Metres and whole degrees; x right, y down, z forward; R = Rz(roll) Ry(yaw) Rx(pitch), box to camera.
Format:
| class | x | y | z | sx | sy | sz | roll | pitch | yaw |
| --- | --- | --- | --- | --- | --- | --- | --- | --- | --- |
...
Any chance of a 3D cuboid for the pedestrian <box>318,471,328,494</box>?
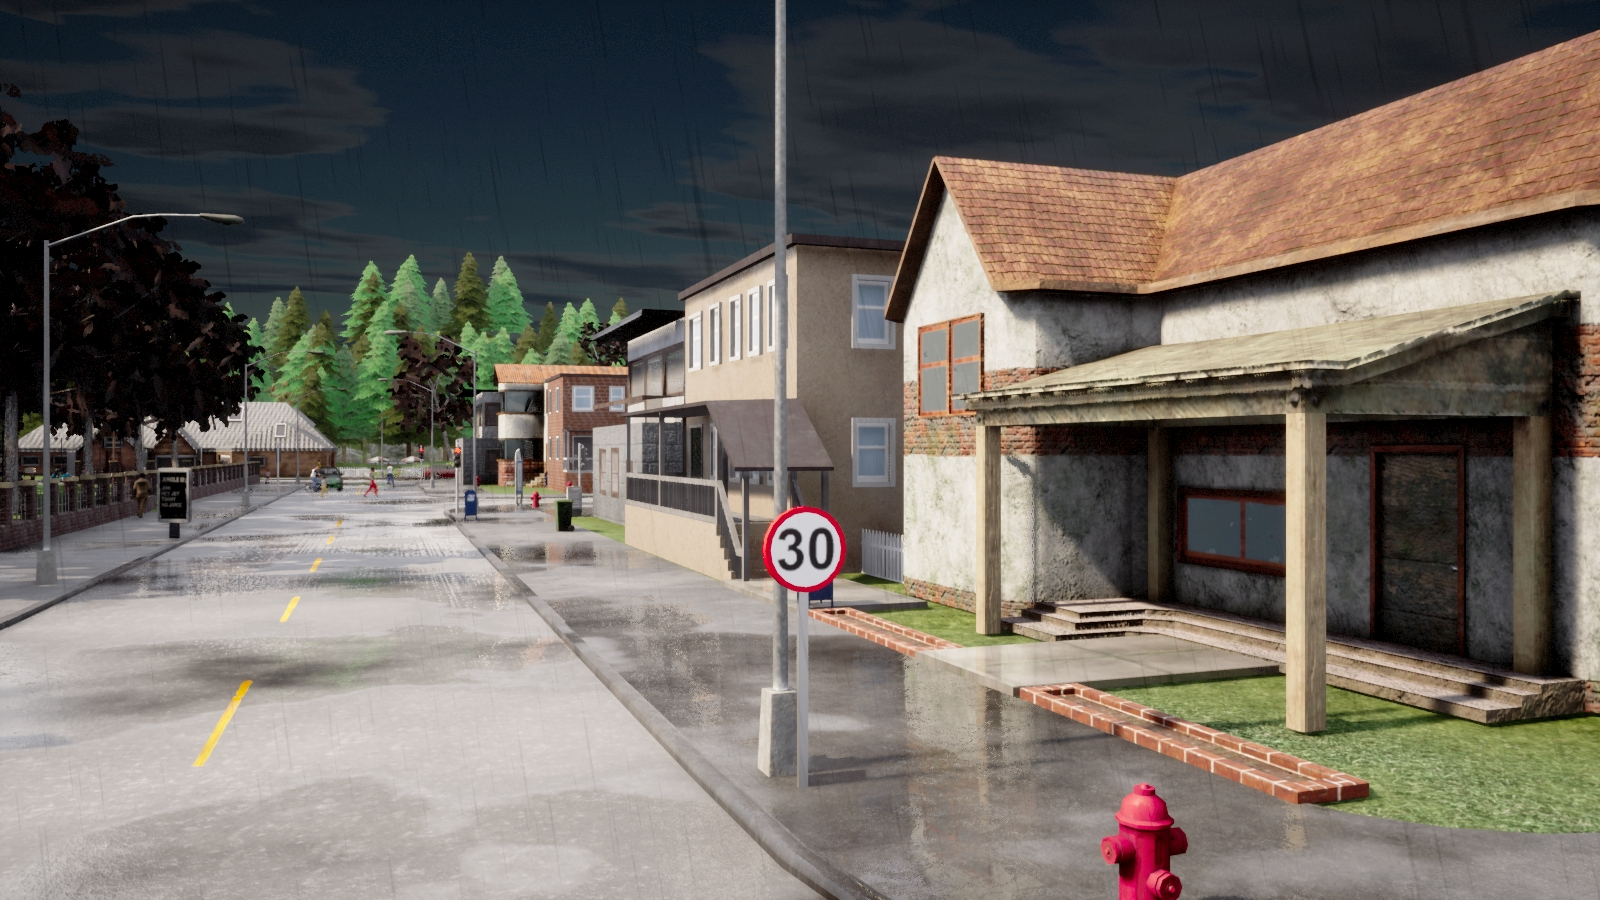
| class | x | y | z | sx | sy | sz | roll | pitch | yaw |
| --- | --- | --- | --- | --- | --- | --- | --- | --- | --- |
| pedestrian | -27.947 | 1.908 | 66.949 | 0.375 | 1.300 | 0.375 | 0 | 0 | 1 |

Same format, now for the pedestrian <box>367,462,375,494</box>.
| class | x | y | z | sx | sy | sz | roll | pitch | yaw |
| --- | --- | --- | --- | --- | --- | --- | --- | --- | --- |
| pedestrian | -24.852 | 1.628 | 66.128 | 0.375 | 1.860 | 0.375 | 0 | 0 | -28 |

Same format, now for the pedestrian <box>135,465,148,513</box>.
| class | x | y | z | sx | sy | sz | roll | pitch | yaw |
| --- | --- | --- | --- | --- | --- | --- | --- | --- | --- |
| pedestrian | -25.772 | 1.525 | 44.689 | 0.375 | 1.860 | 0.375 | 0 | 0 | -20 |
